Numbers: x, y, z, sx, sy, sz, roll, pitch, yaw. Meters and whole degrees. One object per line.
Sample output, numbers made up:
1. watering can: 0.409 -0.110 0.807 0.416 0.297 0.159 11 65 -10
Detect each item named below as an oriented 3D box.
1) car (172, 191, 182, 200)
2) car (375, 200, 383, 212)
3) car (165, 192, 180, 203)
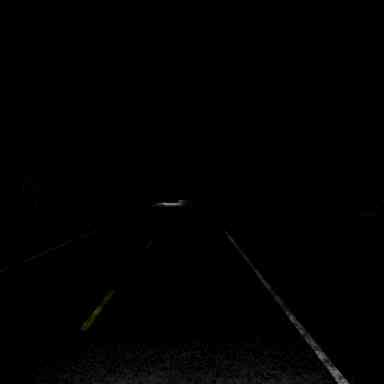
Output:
1. car: -3.429 0.757 72.354 2.150 2.045 5.566 0 0 0
2. car: 18.460 1.114 28.889 4.674 1.442 1.812 -1 1 1
3. car: -3.501 1.194 56.640 1.994 1.385 4.181 0 0 0
